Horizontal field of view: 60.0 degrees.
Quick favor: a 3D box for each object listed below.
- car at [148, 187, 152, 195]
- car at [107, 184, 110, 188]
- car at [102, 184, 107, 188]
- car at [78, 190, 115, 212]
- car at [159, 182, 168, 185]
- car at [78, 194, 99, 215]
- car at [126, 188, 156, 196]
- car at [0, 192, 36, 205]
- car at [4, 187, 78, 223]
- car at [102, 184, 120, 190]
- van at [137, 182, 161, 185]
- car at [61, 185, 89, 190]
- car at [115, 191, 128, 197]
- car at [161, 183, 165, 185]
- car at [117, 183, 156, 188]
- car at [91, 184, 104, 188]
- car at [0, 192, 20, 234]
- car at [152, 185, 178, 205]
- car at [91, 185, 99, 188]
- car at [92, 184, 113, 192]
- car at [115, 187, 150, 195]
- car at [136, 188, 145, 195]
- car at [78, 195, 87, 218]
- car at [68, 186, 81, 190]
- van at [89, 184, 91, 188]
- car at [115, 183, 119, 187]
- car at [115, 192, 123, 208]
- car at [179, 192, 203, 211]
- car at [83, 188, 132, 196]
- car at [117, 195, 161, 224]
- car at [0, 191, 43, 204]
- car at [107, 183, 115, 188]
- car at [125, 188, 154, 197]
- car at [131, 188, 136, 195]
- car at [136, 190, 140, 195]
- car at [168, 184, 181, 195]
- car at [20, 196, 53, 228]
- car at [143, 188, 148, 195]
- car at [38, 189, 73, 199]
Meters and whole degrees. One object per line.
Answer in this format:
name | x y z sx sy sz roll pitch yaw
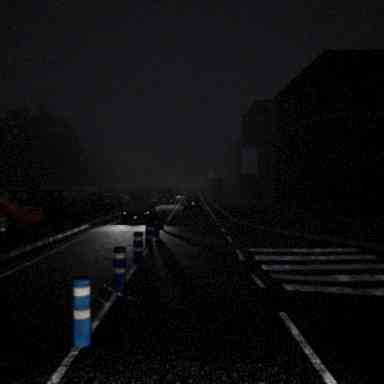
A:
car | -9.636 0.359 55.543 4.674 1.452 2.002 0 2 1
car | -22.546 -0.599 77.876 4.792 1.488 2.163 0 2 1
car | -22.549 -0.509 75.094 4.892 1.521 2.231 0 2 1
car | -9.834 0.913 30.469 4.553 1.767 2.185 0 1 1
car | -9.332 -1.108 86.123 4.553 1.767 2.185 0 2 1
car | -9.886 1.135 24.890 4.792 1.488 2.163 0 1 1
car | -9.749 -0.036 63.885 5.366 1.575 1.946 0 2 1
car | -22.660 0.798 41.556 5.366 1.575 1.946 0 1 1
car | -9.994 0.875 19.322 5.566 2.045 2.435 0 0 1
car | -22.360 -1.355 91.781 4.553 1.767 2.185 0 3 1
van | -9.605 -0.612 72.217 4.442 1.987 1.878 0 2 1
car | -22.640 -0.172 61.171 5.566 2.045 2.435 0 2 1
car | -9.844 0.968 36.046 4.792 1.488 2.163 0 1 1
car | -9.433 -0.623 77.787 5.008 1.535 2.097 0 2 1
car | -9.642 -0.049 58.312 5.566 2.045 2.435 0 2 1
car | -22.573 -0.391 72.312 5.008 1.535 2.097 0 2 1
car | -10.047 0.983 13.750 4.553 1.767 2.185 0 0 1
car | -3.345 0.459 42.169 2.150 2.045 5.566 0 2 0
car | -22.596 -0.233 69.531 4.674 1.452 2.002 0 2 1
car | -22.436 -0.993 83.435 4.553 1.767 2.185 0 2 1
car | -9.635 0.462 52.759 4.792 1.488 2.163 0 2 1
car | -9.708 0.634 47.186 5.008 1.535 2.097 0 2 0
car | -9.934 1.122 22.111 4.892 1.521 2.231 0 0 1
car | -22.879 0.194 58.401 5.366 1.575 1.946 0 2 1
van | -22.527 -0.264 63.954 4.442 1.987 1.878 0 2 1
car | -22.412 -1.108 89.005 5.008 1.535 2.097 0 2 1
car | -9.811 1.022 33.259 4.792 1.488 2.163 0 1 1
car | 0.091 1.031 31.810 2.033 1.411 5.357 0 1 0
car | -9.821 0.750 38.830 4.553 1.767 2.185 0 1 1
car | -3.355 1.190 21.951 1.812 1.442 4.674 0 1 0
car | -22.826 0.721 44.346 5.008 1.535 2.097 0 2 1
car | -22.464 -0.998 80.649 5.566 2.045 2.435 0 2 1
car | -9.583 0.084 61.103 5.008 1.535 2.097 0 2 1
car | -9.796 0.678 41.609 4.553 1.767 2.185 0 2 1
car | -9.742 0.763 44.399 4.674 1.452 2.002 0 2 1
car | -3.232 -0.192 63.648 2.097 1.767 4.553 0 2 0
car | -9.985 1.122 16.528 5.008 1.535 2.097 0 0 1
car | -9.684 0.537 49.973 5.008 1.535 2.097 0 2 1
car | -22.714 0.319 55.494 5.008 1.535 2.097 0 2 1
